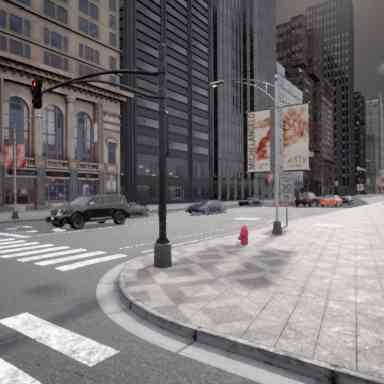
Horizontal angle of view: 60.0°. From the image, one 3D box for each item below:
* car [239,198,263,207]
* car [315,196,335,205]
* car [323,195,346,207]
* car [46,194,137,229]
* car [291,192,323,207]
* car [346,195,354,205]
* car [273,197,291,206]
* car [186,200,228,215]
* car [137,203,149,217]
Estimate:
[{"bbox_3d":[8.559,1.519,48.301,1.895,1.301,4.718,-1,0,36],"label":"car"},{"bbox_3d":[22.851,1.398,56.930,2.033,1.411,5.357,-1,0,35],"label":"car"},{"bbox_3d":[19.897,1.189,47.174,2.097,1.767,4.553,-1,0,36],"label":"car"},{"bbox_3d":[-6.519,1.187,21.598,2.150,2.045,5.566,-1,0,35],"label":"car"},{"bbox_3d":[16.758,1.084,48.374,2.150,2.045,5.566,-1,0,36],"label":"car"},{"bbox_3d":[25.281,1.332,54.740,1.837,1.490,4.892,-1,0,35],"label":"car"},{"bbox_3d":[13.857,1.239,50.066,2.097,1.767,4.553,-1,0,35],"label":"car"},{"bbox_3d":[1.587,1.478,32.988,2.033,1.411,5.357,-1,0,35],"label":"car"},{"bbox_3d":[-5.607,1.537,28.480,1.994,1.385,4.181,-1,0,35],"label":"car"}]
